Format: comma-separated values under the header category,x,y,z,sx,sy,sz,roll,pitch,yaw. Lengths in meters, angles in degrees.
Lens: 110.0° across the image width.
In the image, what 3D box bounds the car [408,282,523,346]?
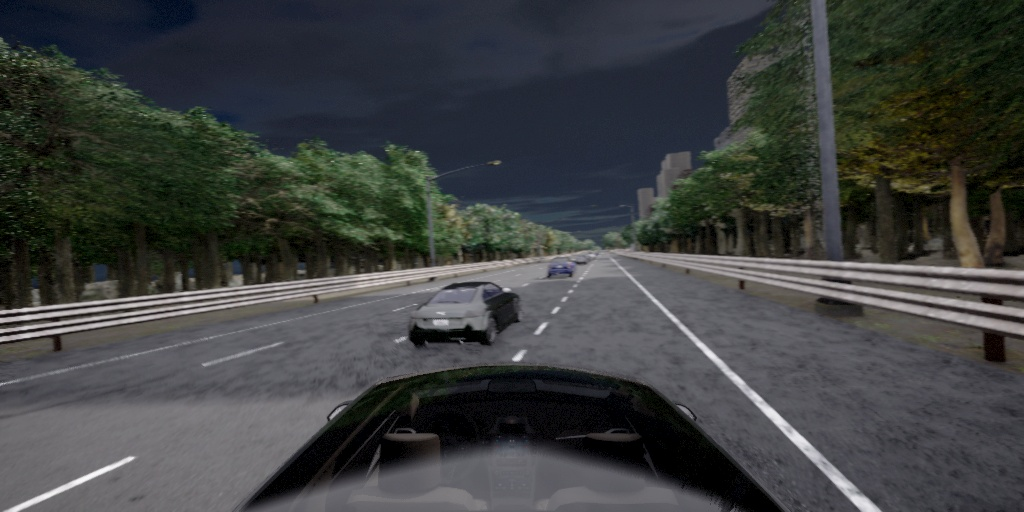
category,x,y,z,sx,sy,sz,roll,pitch,yaw
car,-1.045,1.382,9.714,1.994,1.385,4.181,-4,0,14

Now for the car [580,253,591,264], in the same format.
category,x,y,z,sx,sy,sz,roll,pitch,yaw
car,11.103,0.671,57.312,1.994,1.385,4.181,-4,0,14

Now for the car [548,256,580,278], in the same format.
category,x,y,z,sx,sy,sz,roll,pitch,yaw
car,4.365,0.844,30.974,2.097,1.767,4.553,-4,0,14
